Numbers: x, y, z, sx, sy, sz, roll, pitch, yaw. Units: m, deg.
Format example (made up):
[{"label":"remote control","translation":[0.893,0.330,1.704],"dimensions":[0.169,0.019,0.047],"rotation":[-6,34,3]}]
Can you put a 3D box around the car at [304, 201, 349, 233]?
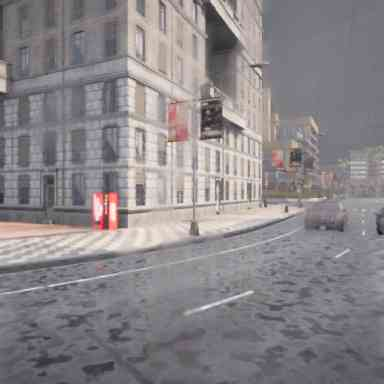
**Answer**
[{"label":"car","translation":[8.147,1.351,20.004],"dimensions":[2.097,1.767,4.553],"rotation":[0,0,29]}]

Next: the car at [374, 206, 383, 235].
[{"label":"car","translation":[11.123,1.490,18.142],"dimensions":[2.128,1.511,4.902],"rotation":[0,0,29]}]
